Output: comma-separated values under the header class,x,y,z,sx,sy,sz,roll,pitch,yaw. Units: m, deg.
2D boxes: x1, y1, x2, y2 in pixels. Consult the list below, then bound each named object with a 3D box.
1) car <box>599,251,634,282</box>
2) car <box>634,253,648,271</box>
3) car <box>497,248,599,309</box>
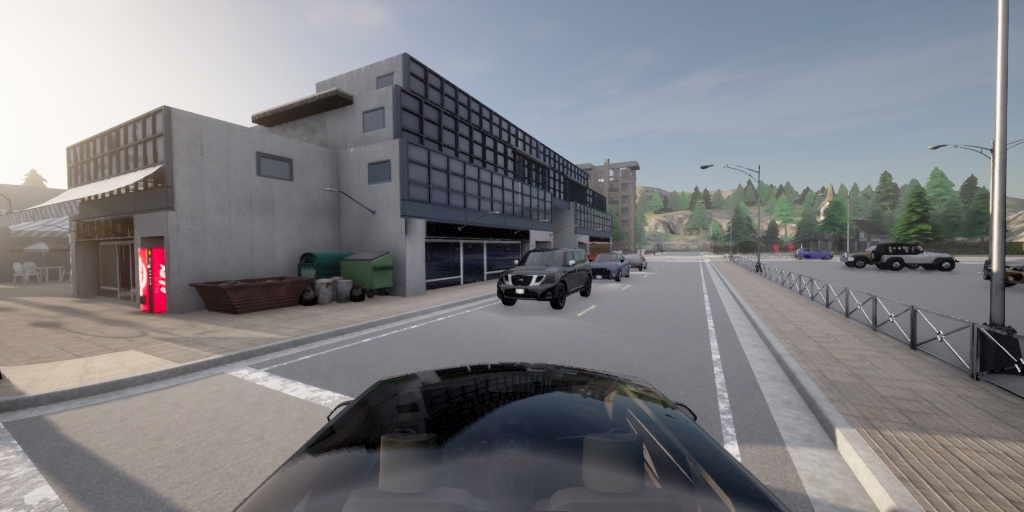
class,x,y,z,sx,sy,sz,roll,pitch,yaw
car,6.044,0.583,22.641,2.097,1.767,4.553,0,1,27
car,10.759,0.494,31.723,1.812,1.442,4.674,0,1,28
car,1.517,0.705,13.909,2.150,2.045,5.566,0,1,27
